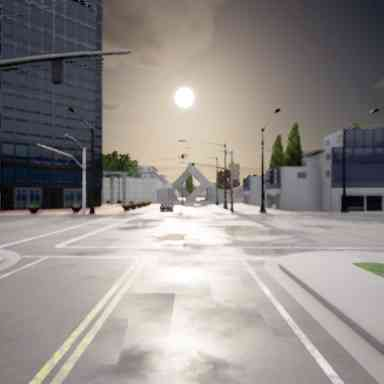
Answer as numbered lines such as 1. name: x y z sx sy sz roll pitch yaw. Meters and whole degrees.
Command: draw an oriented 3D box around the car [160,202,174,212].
1. car: -3.551 2.087 48.144 2.033 1.411 5.357 0 -1 1
